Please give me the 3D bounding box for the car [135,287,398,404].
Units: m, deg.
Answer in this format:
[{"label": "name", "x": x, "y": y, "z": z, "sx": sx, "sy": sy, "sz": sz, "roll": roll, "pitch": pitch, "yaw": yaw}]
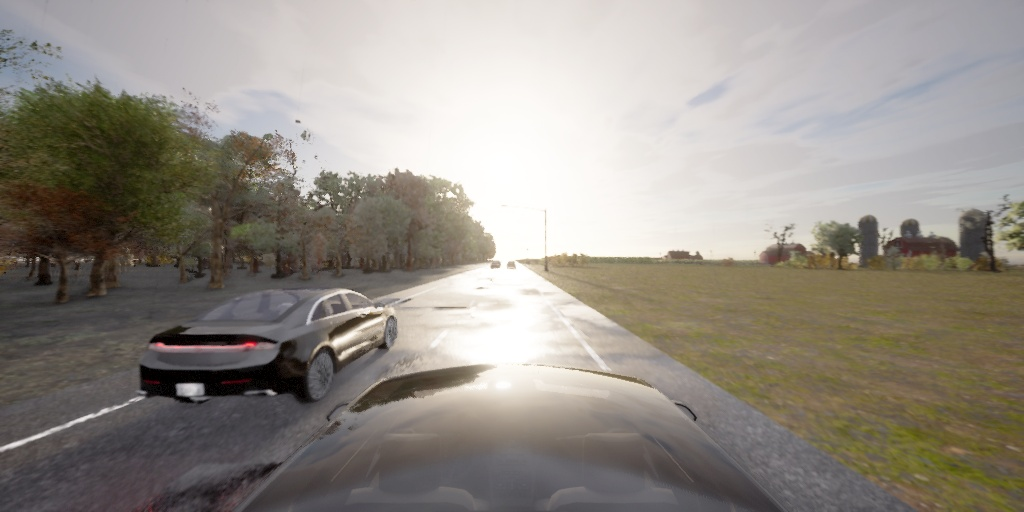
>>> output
[{"label": "car", "x": -3.551, "y": 1.288, "z": 6.383, "sx": 2.128, "sy": 1.511, "sz": 4.902, "roll": 0, "pitch": -1, "yaw": 0}]
